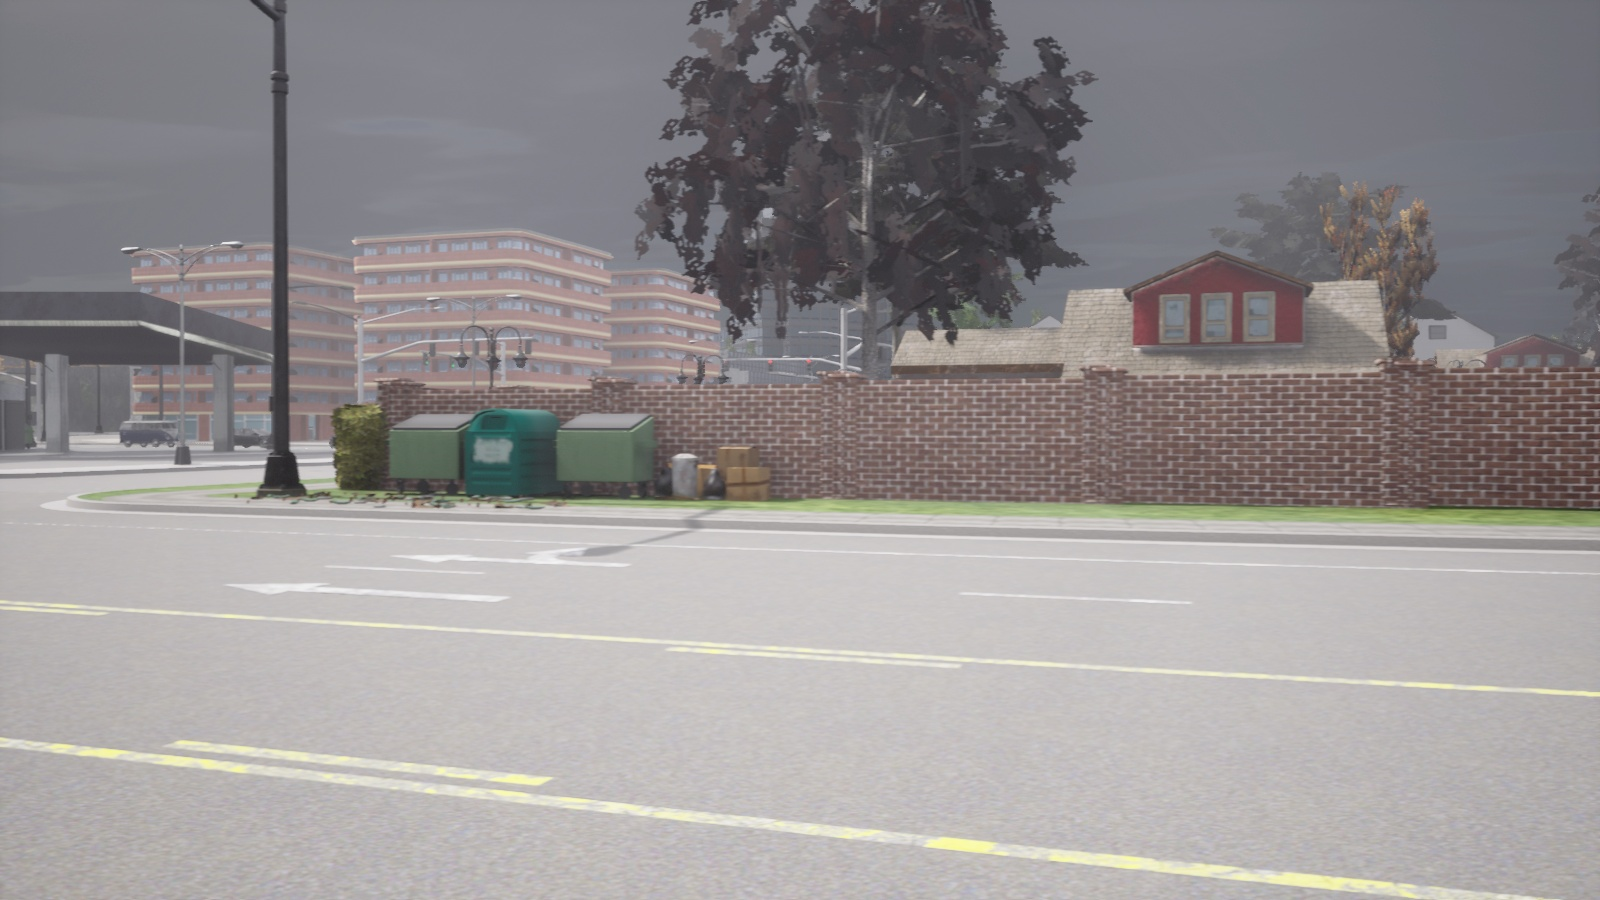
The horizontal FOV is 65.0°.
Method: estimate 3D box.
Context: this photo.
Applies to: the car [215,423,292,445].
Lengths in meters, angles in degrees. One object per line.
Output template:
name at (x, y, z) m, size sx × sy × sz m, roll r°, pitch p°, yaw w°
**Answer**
car at (-38.958, -1.151, 89.559) m, size 4.792 × 1.488 × 2.163 m, roll 1°, pitch 1°, yaw 17°
